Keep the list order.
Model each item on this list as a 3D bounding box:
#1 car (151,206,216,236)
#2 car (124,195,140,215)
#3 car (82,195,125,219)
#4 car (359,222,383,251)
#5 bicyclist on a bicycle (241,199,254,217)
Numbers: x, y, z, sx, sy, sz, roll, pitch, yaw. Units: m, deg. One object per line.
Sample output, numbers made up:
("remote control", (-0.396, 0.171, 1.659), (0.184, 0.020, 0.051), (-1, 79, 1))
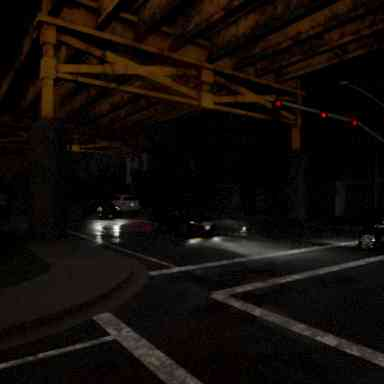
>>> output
("car", (-0.605, 1.557, 19.047), (2.128, 1.511, 4.902), (0, 0, -35))
("car", (-7.467, 1.309, 34.882), (2.150, 2.045, 5.566), (0, 0, -36))
("car", (-8.070, 1.416, 29.430), (2.097, 1.767, 4.553), (0, 0, -36))
("car", (7.987, 1.588, 11.855), (1.837, 1.490, 4.892), (4, -1, -4))
("bicyclist on a bicycle", (5.035, 1.437, 30.002), (1.656, 1.620, 0.582), (0, 0, -36))
